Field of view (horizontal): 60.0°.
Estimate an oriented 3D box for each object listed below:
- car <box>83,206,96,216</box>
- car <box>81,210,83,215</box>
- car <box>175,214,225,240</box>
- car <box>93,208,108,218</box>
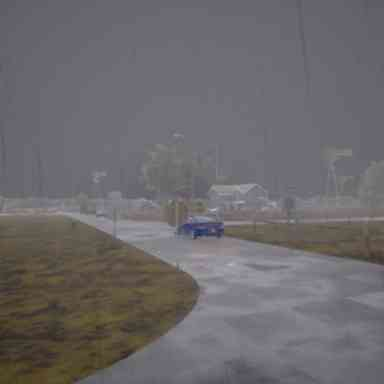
[{"bbox_3d":[-22.717,4.249,75.167,2.150,2.045,5.566,0,-3,-23],"label":"car"},{"bbox_3d":[-27.399,4.780,86.052,2.150,2.045,5.566,0,-3,-23],"label":"car"},{"bbox_3d":[0.356,2.186,21.752,1.882,1.535,5.008,0,-2,-21],"label":"car"},{"bbox_3d":[-16.106,3.899,60.042,1.994,1.385,4.181,0,-2,-23],"label":"car"}]
